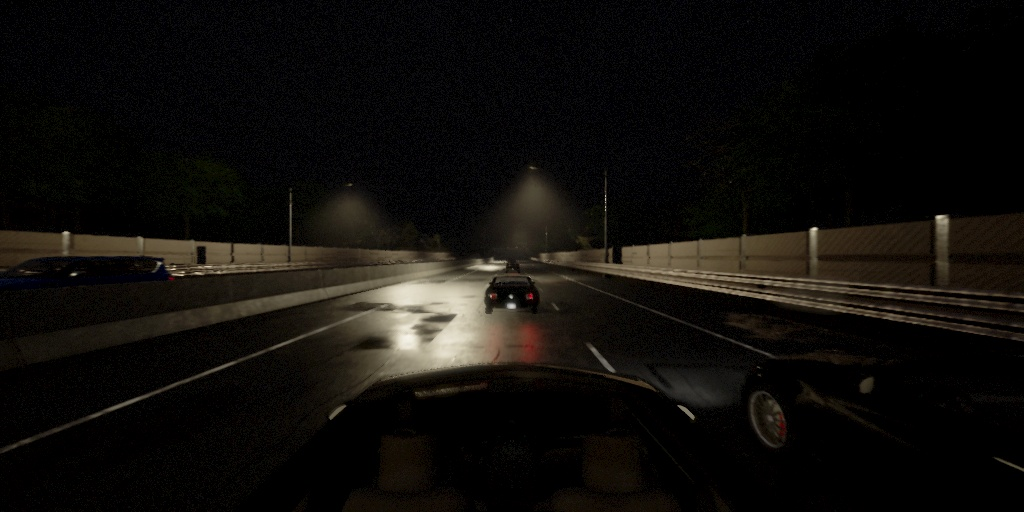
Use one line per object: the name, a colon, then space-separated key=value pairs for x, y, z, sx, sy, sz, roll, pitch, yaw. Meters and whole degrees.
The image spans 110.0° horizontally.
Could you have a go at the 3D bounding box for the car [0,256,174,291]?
car: x=-14.096 y=1.006 z=11.499 sx=2.150 sy=2.045 sz=5.566 roll=0 pitch=0 yaw=0

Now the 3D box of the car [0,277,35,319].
car: x=-17.595 y=1.380 z=10.150 sx=1.895 sy=1.301 sz=4.718 roll=0 pitch=0 yaw=0

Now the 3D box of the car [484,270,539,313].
car: x=-0.008 y=1.395 z=14.205 sx=1.895 sy=1.301 sz=4.718 roll=0 pitch=0 yaw=0

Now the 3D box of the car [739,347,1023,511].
car: x=3.500 y=1.277 z=2.125 sx=1.812 sy=1.442 sz=4.674 roll=0 pitch=0 yaw=0

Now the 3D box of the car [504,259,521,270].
car: x=0.090 y=1.415 z=47.406 sx=1.837 sy=1.490 sz=4.892 roll=0 pitch=0 yaw=0
